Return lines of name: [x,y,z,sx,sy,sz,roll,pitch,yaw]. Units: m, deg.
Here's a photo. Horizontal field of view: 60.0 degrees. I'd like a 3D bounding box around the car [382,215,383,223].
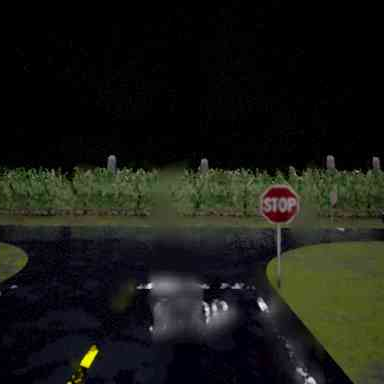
car: [14.208,1.242,19.373,5.566,2.045,2.150,0,-1,0]
